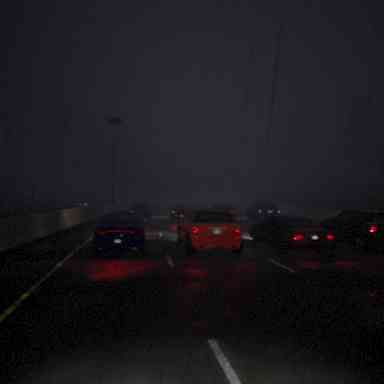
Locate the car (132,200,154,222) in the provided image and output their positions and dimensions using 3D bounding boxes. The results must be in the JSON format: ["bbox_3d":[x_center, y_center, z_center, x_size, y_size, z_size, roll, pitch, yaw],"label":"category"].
[{"bbox_3d":[-4.361,1.685,28.329,1.837,1.490,4.892,1,0,-3],"label":"car"}]

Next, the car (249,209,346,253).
[{"bbox_3d":[4.086,1.712,14.488,2.033,1.411,5.357,1,0,-8],"label":"car"}]

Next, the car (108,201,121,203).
[{"bbox_3d":[-16.246,1.751,72.877,2.097,1.767,4.553,1,0,8],"label":"car"}]

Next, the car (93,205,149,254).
[{"bbox_3d":[-2.899,1.557,13.987,1.882,1.535,5.008,1,0,-8],"label":"car"}]

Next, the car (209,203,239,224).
[{"bbox_3d":[2.623,1.770,28.802,1.837,1.490,4.892,1,0,-3],"label":"car"}]

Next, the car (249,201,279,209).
[{"bbox_3d":[6.127,1.653,28.813,2.097,1.767,4.553,1,-1,-4],"label":"car"}]

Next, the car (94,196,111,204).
[{"bbox_3d":[-19.682,1.716,73.548,2.097,1.767,4.553,1,0,8],"label":"car"}]

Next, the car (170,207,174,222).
[{"bbox_3d":[-0.873,1.746,28.663,1.812,1.442,4.674,1,0,-3],"label":"car"}]

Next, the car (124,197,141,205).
[{"bbox_3d":[-12.817,1.956,72.175,2.128,1.511,4.902,1,0,8],"label":"car"}]

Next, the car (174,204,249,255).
[{"bbox_3d":[0.614,1.471,14.088,2.097,1.767,4.553,1,-1,-8],"label":"car"}]

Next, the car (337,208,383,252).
[{"bbox_3d":[7.544,1.559,15.077,2.097,1.767,4.553,1,-1,-8],"label":"car"}]
